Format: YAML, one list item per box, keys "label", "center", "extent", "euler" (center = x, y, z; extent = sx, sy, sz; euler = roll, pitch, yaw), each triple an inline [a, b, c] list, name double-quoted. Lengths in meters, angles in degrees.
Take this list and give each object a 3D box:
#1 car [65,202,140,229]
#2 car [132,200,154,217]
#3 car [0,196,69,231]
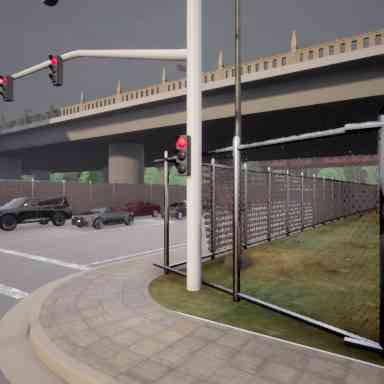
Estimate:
- label: "car"
  center: [-5.857, 1.619, 22.224]
  extent: [1.994, 1.385, 4.181]
  euler: [0, 0, 35]
- label: "car"
  center: [-4.901, 1.533, 29.630]
  extent: [1.882, 1.535, 5.008]
  euler: [0, 0, 35]
- label: "car"
  center: [-10.576, 1.277, 21.628]
  extent: [2.150, 2.045, 5.566]
  euler: [0, 0, 36]
